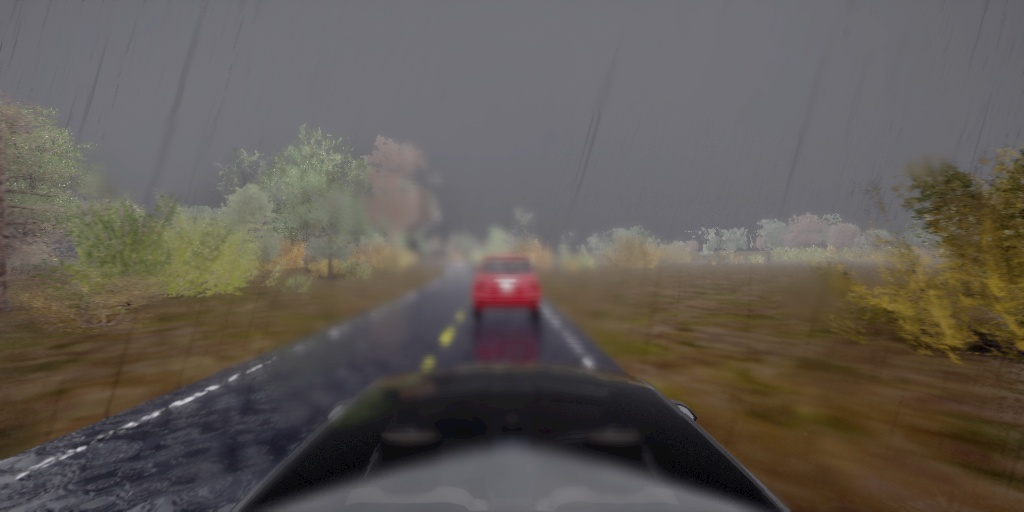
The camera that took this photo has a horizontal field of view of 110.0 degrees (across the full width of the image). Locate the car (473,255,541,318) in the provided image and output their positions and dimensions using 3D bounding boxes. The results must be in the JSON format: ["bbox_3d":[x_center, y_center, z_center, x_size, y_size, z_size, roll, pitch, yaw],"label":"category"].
[{"bbox_3d":[-0.234,0.987,13.290,2.150,2.045,5.566,0,0,-2],"label":"car"}]

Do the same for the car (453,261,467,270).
[{"bbox_3d":[-7.639,1.417,52.611,1.895,1.301,4.718,0,0,-9],"label":"car"}]
